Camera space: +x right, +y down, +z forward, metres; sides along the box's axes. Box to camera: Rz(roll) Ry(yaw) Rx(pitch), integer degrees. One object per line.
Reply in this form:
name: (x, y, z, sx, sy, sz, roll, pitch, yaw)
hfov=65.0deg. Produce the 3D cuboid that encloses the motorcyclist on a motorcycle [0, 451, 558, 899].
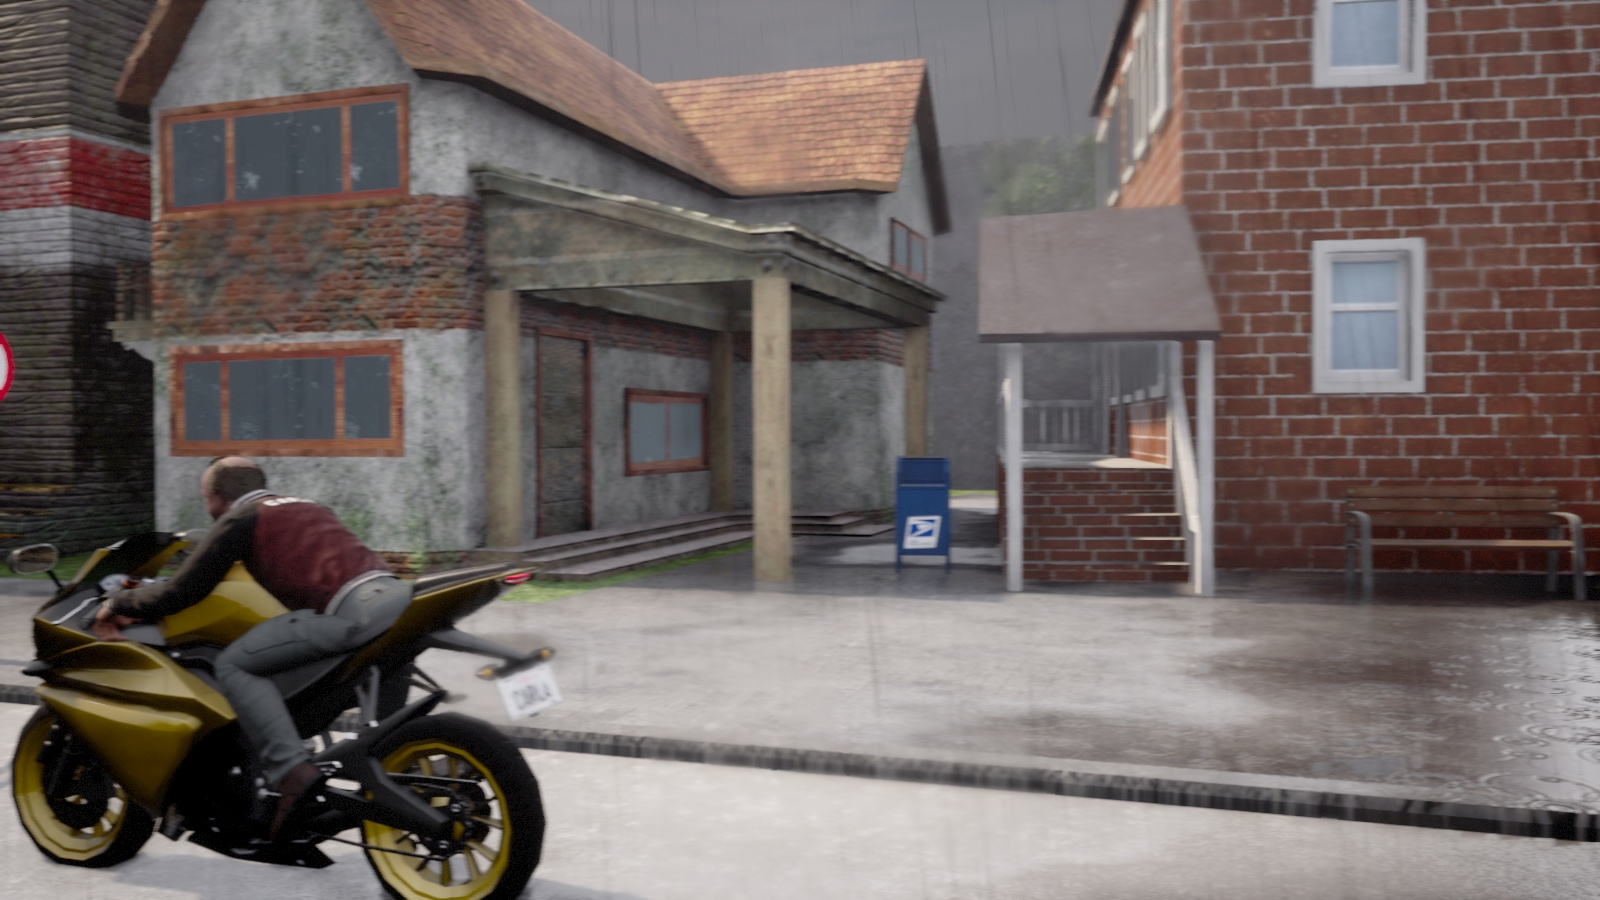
motorcyclist on a motorcycle: (-2.038, 0.783, 4.406, 2.191, 1.530, 0.866, 1, 1, 19)
